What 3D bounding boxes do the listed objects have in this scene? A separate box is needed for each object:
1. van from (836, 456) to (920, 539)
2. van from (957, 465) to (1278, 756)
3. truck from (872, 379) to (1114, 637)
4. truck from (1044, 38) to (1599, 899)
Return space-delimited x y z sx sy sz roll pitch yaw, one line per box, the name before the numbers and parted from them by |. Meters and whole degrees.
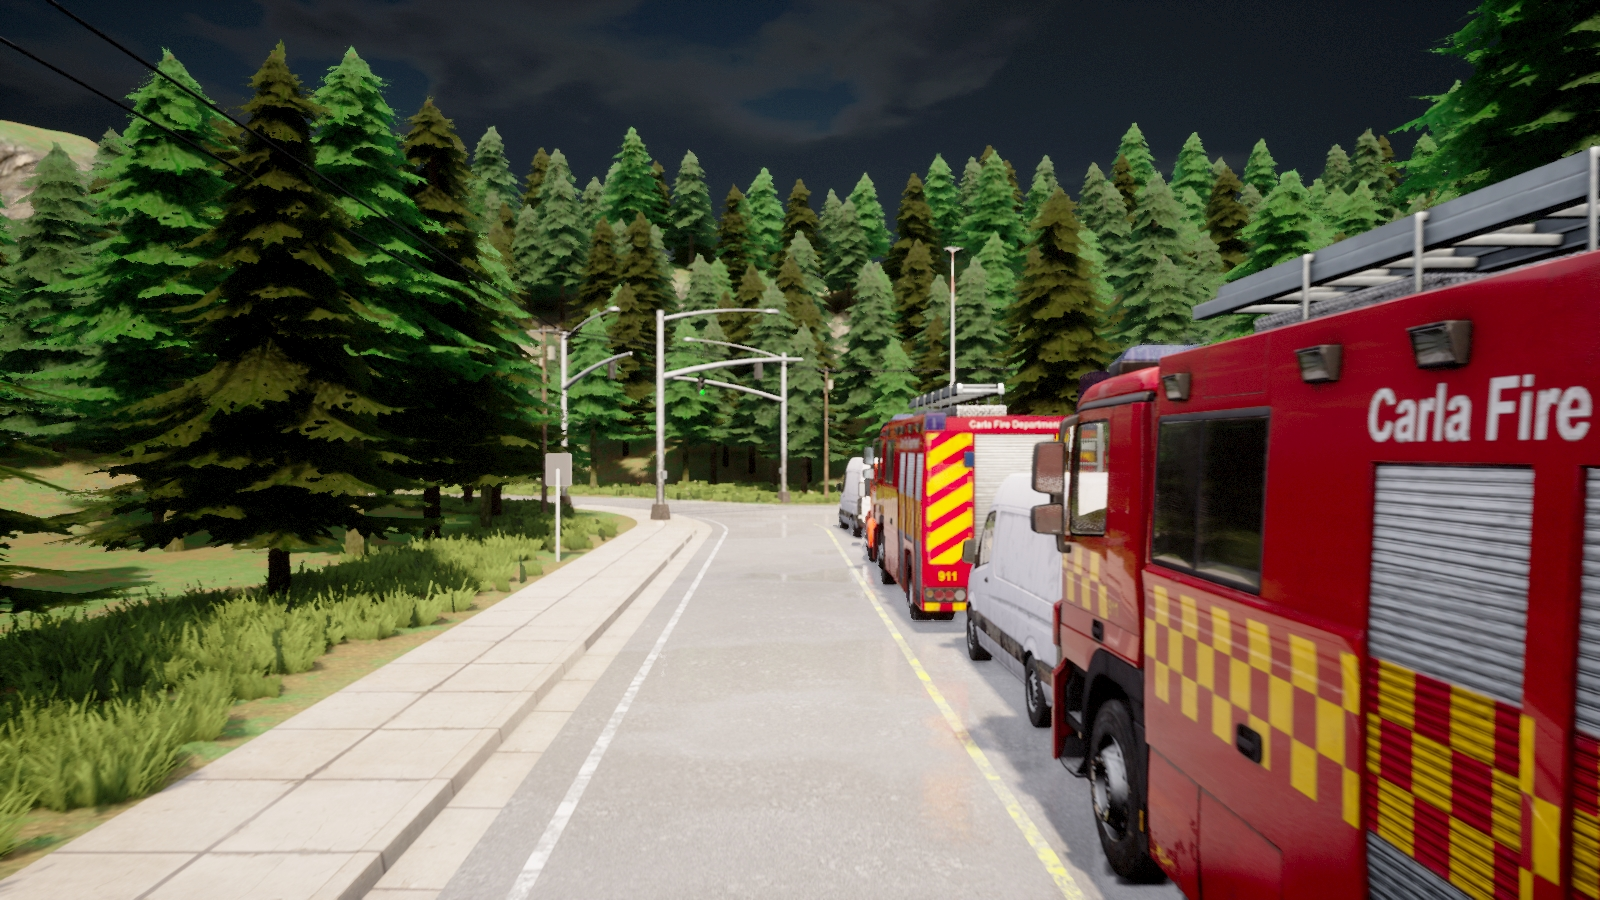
van | 2.544 1.490 38.659 1.988 2.561 5.915 0 0 -4
van | 3.301 1.501 13.363 1.988 2.561 5.915 0 0 -1
truck | 3.140 0.854 21.234 2.891 3.827 8.468 0 0 -1
truck | 3.478 0.854 5.016 2.891 3.827 8.468 0 0 -1
